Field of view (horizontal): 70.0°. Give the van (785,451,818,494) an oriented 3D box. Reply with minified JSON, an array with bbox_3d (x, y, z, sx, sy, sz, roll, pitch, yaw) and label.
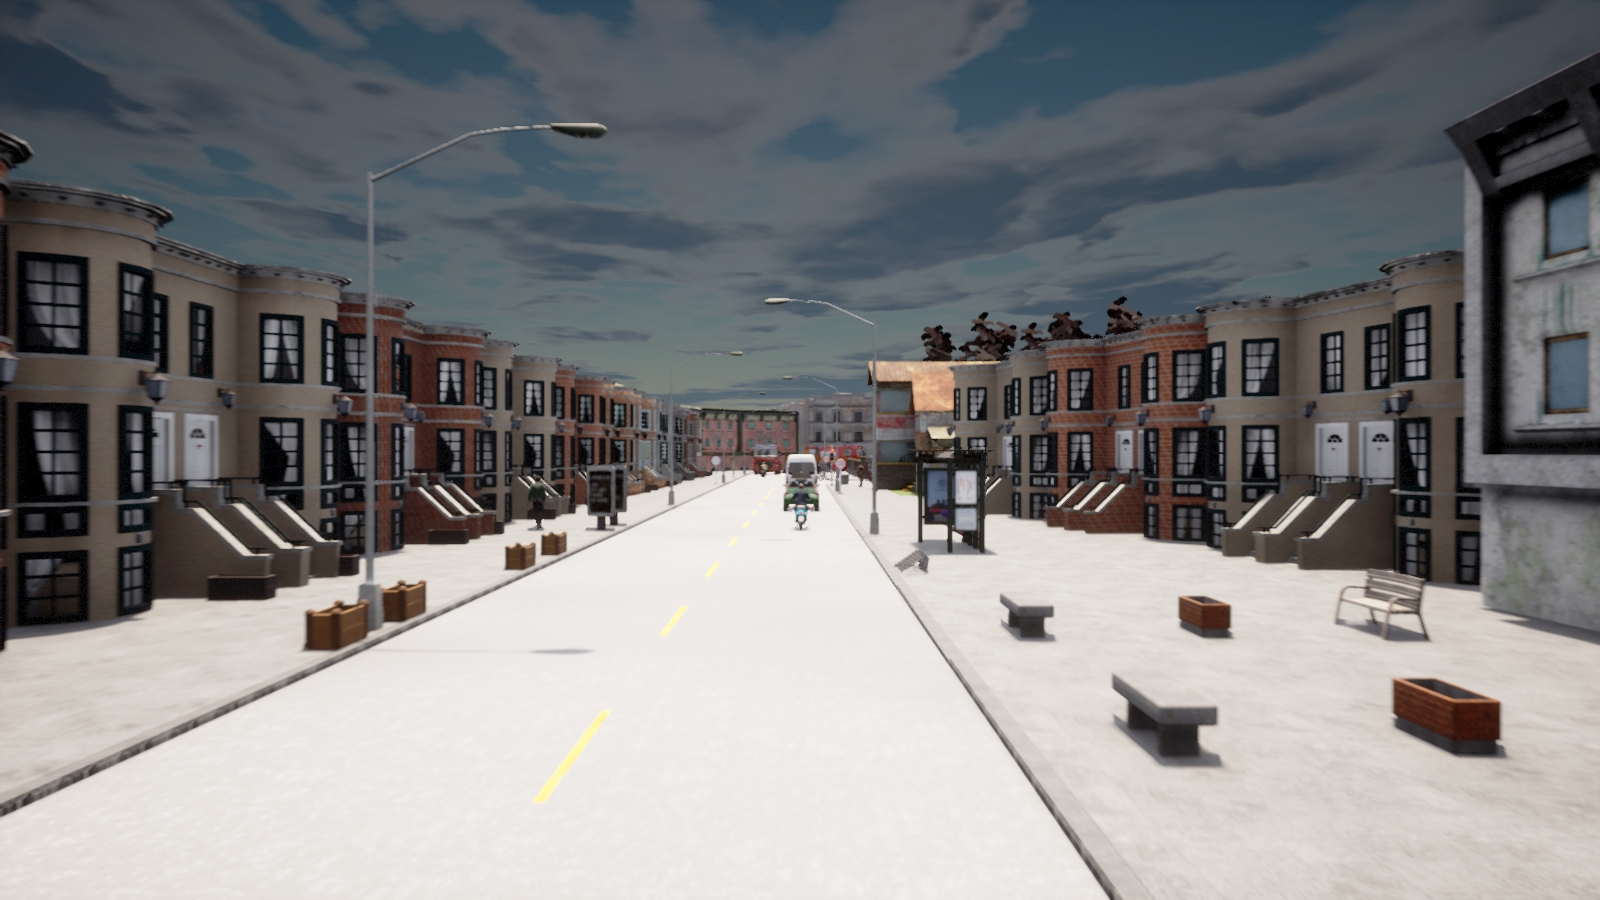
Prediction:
[{"bbox_3d":[0.079,1.365,71.171,1.988,2.561,5.915,0,0,0],"label":"van"}]

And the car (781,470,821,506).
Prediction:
[{"bbox_3d":[0.061,1.819,55.111,1.851,1.617,3.988,0,0,0],"label":"car"}]

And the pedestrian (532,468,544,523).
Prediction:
[{"bbox_3d":[-8.971,1.553,39.128,0.375,1.860,0.375,0,0,-7],"label":"pedestrian"}]
